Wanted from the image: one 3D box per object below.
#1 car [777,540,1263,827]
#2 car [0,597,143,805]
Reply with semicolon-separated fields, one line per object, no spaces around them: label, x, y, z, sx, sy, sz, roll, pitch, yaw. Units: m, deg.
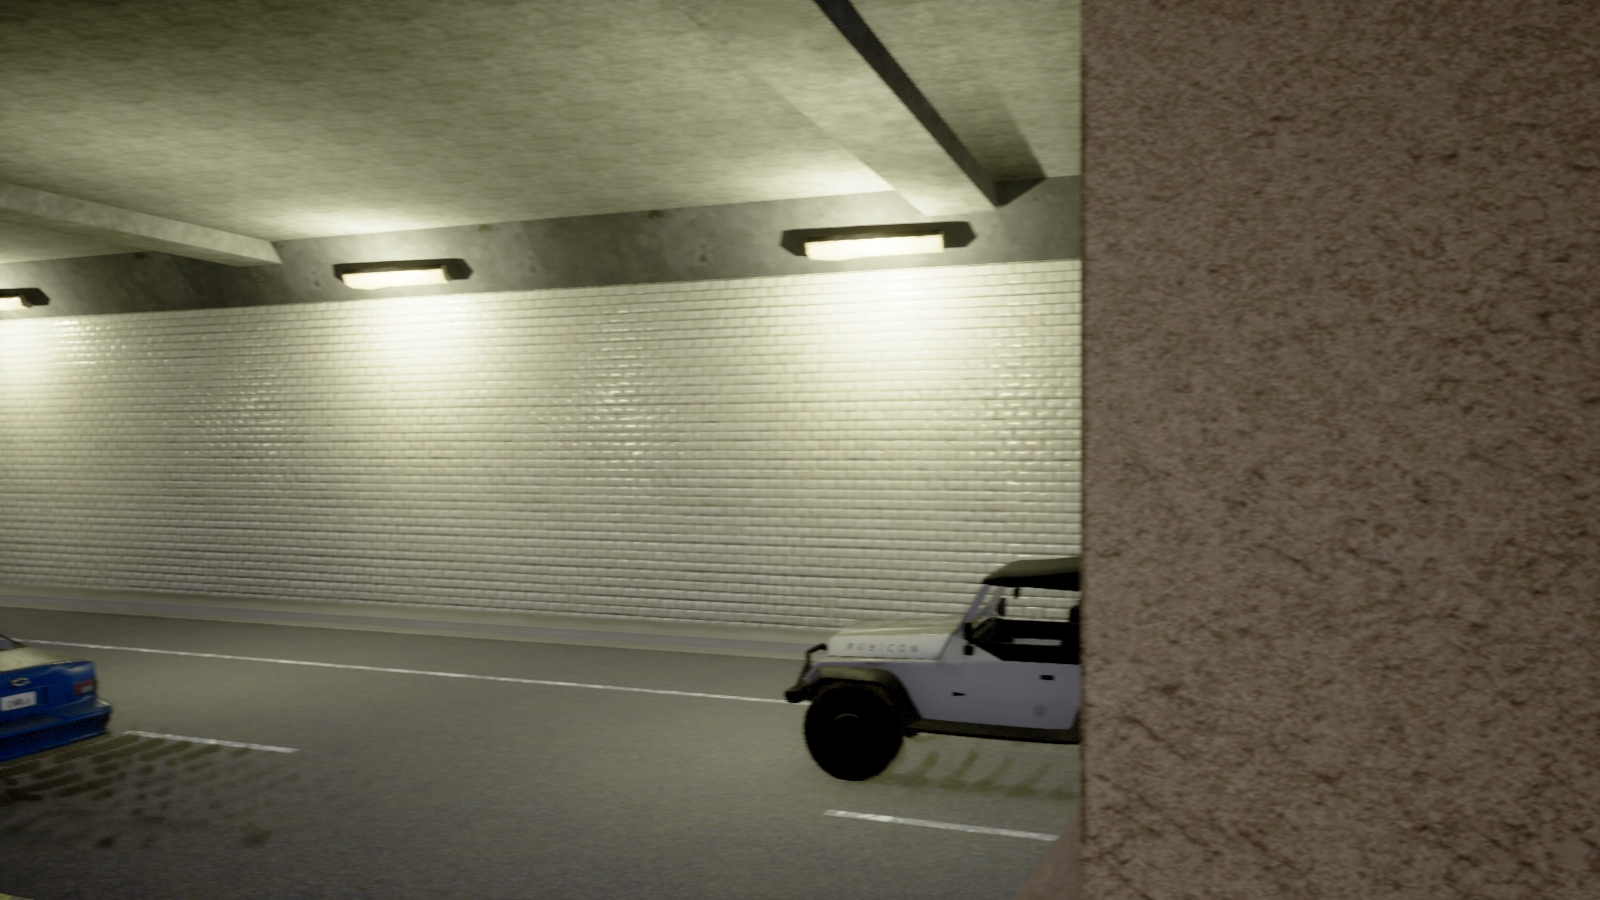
car;1.943;1.857;10.039;3.866;1.878;1.905;0;0;20
car;-8.754;2.106;10.206;5.357;1.411;2.033;0;0;20
